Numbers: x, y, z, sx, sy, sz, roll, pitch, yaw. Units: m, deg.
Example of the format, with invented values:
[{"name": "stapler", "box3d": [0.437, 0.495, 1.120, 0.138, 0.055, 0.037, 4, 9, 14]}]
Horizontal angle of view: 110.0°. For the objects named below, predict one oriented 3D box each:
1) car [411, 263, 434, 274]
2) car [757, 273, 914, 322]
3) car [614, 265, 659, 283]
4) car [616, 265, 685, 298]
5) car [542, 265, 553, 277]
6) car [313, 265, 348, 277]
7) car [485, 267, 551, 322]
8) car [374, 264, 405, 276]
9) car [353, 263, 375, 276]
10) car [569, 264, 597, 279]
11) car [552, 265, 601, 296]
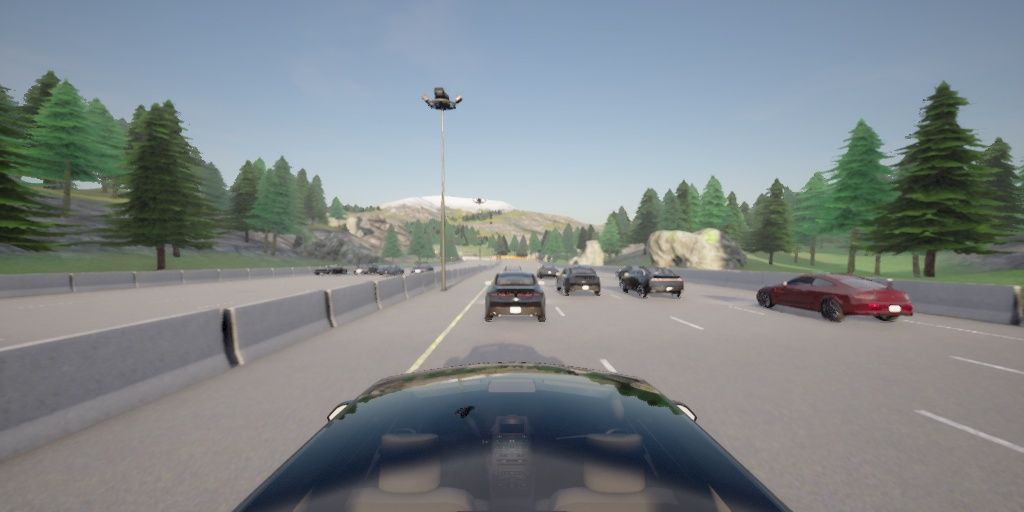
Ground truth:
[{"name": "car", "box3d": [-10.576, 1.592, 42.643, 2.128, 1.511, 4.902, 0, -1, 0]}, {"name": "car", "box3d": [10.603, 1.301, 12.232, 1.812, 1.442, 4.674, 0, 0, 0]}, {"name": "car", "box3d": [10.607, 1.479, 31.070, 2.033, 1.411, 5.357, 0, -1, 0]}, {"name": "car", "box3d": [7.104, 1.304, 18.642, 2.128, 1.511, 4.902, 0, 0, 0]}, {"name": "car", "box3d": [3.608, 1.563, 36.215, 1.994, 1.385, 4.181, 0, -1, 0]}, {"name": "car", "box3d": [-21.074, 1.687, 41.800, 1.895, 1.301, 4.718, 0, -1, 0]}, {"name": "car", "box3d": [0.102, 1.282, 12.478, 1.837, 1.490, 4.892, 0, 0, 0]}, {"name": "car", "box3d": [-14.074, 1.655, 42.091, 1.994, 1.385, 4.181, 0, -1, 0]}, {"name": "car", "box3d": [-17.569, 1.609, 43.640, 2.128, 1.511, 4.902, 0, -1, 0]}, {"name": "car", "box3d": [7.108, 1.563, 36.186, 1.994, 1.385, 4.181, 0, -1, 0]}, {"name": "car", "box3d": [3.604, 1.327, 19.975, 1.837, 1.490, 4.892, 0, -1, 0]}]
